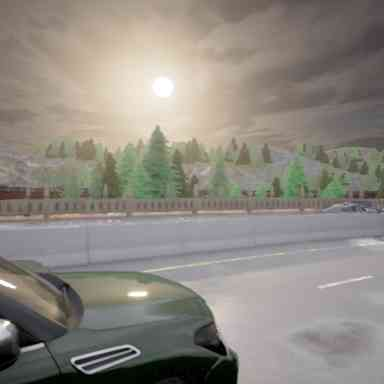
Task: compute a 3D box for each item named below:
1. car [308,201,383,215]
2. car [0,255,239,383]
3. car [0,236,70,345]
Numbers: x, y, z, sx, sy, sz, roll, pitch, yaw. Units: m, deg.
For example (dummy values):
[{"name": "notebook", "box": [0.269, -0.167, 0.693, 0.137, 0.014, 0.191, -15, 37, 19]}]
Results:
[{"name": "car", "box": [9.313, 1.485, 20.722, 4.892, 1.490, 1.837, 0, 0, -23]}, {"name": "car", "box": [-2.245, 1.205, 2.067, 5.566, 2.045, 2.150, 0, 0, -36]}, {"name": "car", "box": [-4.454, 1.568, 4.795, 4.718, 1.301, 1.895, 0, 0, -36]}]
